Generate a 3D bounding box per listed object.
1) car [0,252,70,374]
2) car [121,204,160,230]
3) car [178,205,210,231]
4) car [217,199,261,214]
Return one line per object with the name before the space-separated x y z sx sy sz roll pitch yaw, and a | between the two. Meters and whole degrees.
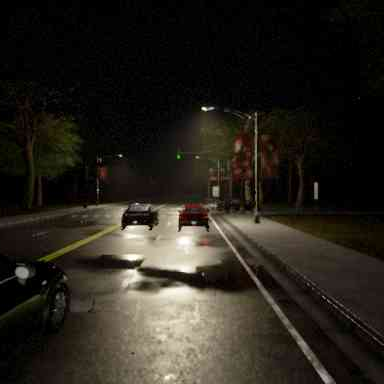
car | -3.152 1.348 3.912 2.097 1.767 4.553 0 0 0
car | -3.151 1.478 20.889 2.128 1.511 4.902 0 0 0
car | 0.098 1.512 20.527 1.812 1.442 4.674 0 0 0
car | 4.918 1.468 34.537 4.902 1.511 2.128 0 -1 -25
